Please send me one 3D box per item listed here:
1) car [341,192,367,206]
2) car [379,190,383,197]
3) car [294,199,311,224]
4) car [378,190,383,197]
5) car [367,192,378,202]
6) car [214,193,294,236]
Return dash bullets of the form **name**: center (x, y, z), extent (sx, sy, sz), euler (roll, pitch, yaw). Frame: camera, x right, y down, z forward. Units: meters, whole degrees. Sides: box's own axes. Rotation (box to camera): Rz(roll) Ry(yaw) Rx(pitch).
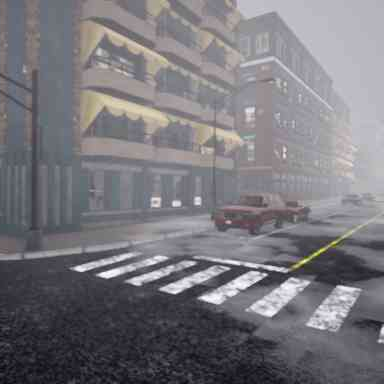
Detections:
- **car**: center (19.072, 0.829, 39.541), extent (1.947, 1.339, 4.313), euler (2, 2, 35)
- **car**: center (41.494, 0.282, 71.443), extent (1.802, 1.307, 4.206), euler (2, 2, 35)
- **car**: center (6.259, 1.132, 21.312), extent (1.887, 1.381, 4.507), euler (2, 2, 35)
- **car**: center (38.292, 0.325, 66.885), extent (1.887, 1.381, 4.507), euler (2, 2, 35)
- **car**: center (25.478, 0.668, 48.656), extent (1.947, 1.339, 4.313), euler (2, 2, 35)
- **car**: center (3.059, 0.983, 16.747), extent (2.192, 1.841, 5.009), euler (2, 2, 35)
